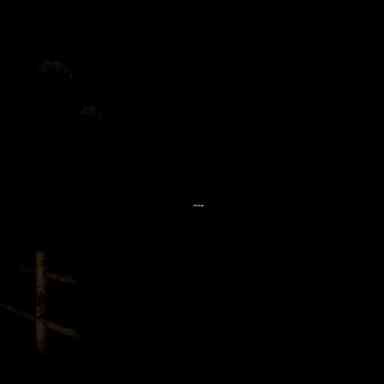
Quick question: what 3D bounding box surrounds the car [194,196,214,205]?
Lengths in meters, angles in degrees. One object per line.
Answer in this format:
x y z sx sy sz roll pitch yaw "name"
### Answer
2.236 1.416 58.281 1.837 1.490 4.892 0 0 36 "car"
